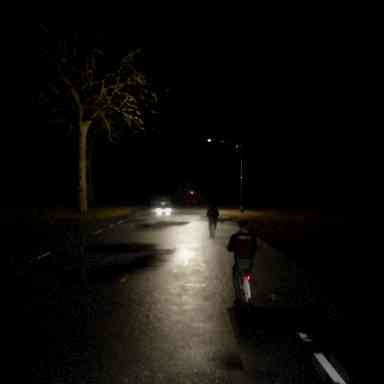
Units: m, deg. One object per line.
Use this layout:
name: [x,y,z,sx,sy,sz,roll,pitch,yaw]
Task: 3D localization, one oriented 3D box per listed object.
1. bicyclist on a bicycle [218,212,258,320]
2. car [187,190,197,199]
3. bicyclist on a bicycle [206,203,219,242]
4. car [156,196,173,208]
bicyclist on a bicycle: [0.963,1.378,6.480,0.659,1.776,1.843,0,0,0]
car: [0.000,0.842,73.719,2.128,1.511,4.902,0,1,0]
bicyclist on a bicycle: [0.963,1.369,15.462,0.659,1.776,1.843,0,0,0]
car: [-3.587,1.283,43.787,2.128,1.511,4.902,0,0,0]
